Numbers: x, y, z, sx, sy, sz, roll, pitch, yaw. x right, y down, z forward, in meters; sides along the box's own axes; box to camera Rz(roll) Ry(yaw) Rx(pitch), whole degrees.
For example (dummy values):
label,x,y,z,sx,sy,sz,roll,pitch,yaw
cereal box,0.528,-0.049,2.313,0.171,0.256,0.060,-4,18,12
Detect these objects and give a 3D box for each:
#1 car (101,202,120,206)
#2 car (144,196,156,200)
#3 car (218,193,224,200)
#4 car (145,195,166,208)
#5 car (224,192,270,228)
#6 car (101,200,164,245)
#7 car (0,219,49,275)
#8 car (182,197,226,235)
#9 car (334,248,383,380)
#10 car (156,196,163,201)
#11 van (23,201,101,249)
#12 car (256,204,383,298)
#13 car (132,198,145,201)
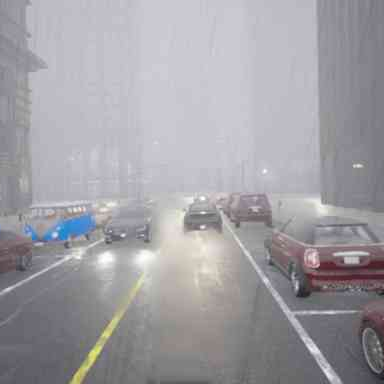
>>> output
label,x,y,z,sx,sy,sz,roll,pitch,yaw
car,-5.224,1.415,19.384,1.752,1.417,4.829,-2,1,2
car,-4.910,1.303,30.823,1.947,1.339,4.313,-2,1,2
car,3.447,0.895,24.952,2.192,1.841,5.009,-2,1,2
car,-4.601,1.139,42.091,2.008,1.369,4.403,-2,1,2
car,3.292,0.971,19.318,2.192,1.841,5.009,-2,1,2
car,-2.575,1.376,15.141,1.837,1.490,4.892,-2,1,2
car,-5.526,1.623,8.288,1.802,1.307,4.206,-2,1,2
car,0.557,1.264,17.276,1.837,1.490,4.892,-2,1,2
car,2.838,1.469,2.422,1.802,1.307,4.206,-2,1,2
car,-4.755,1.228,36.457,1.947,1.339,4.313,-2,1,2
van,-5.380,1.305,13.918,1.690,1.788,3.998,-2,1,2
car,2.988,1.249,8.054,1.967,1.590,4.097,-2,1,2
car,-5.063,1.394,25.189,1.802,1.307,4.206,-2,1,2
